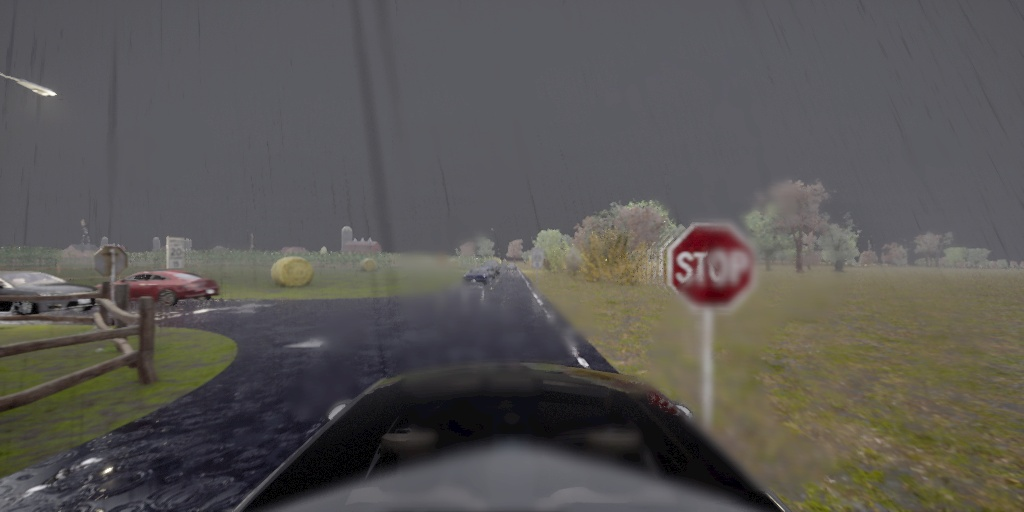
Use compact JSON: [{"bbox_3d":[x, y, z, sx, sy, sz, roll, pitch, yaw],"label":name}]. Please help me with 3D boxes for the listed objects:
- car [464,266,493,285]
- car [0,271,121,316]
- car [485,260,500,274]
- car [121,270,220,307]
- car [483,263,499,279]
[{"bbox_3d":[-2.863,1.708,29.984,1.895,1.301,4.718,0,-1,0],"label":"car"},{"bbox_3d":[-17.289,1.282,12.427,4.902,1.511,2.128,0,0,-1],"label":"car"},{"bbox_3d":[-2.854,1.601,50.483,2.150,2.045,5.566,0,-1,0],"label":"car"},{"bbox_3d":[-15.234,1.334,15.410,4.674,1.442,1.812,0,0,1],"label":"car"},{"bbox_3d":[-2.860,1.801,39.946,1.994,1.385,4.181,0,-1,0],"label":"car"}]
